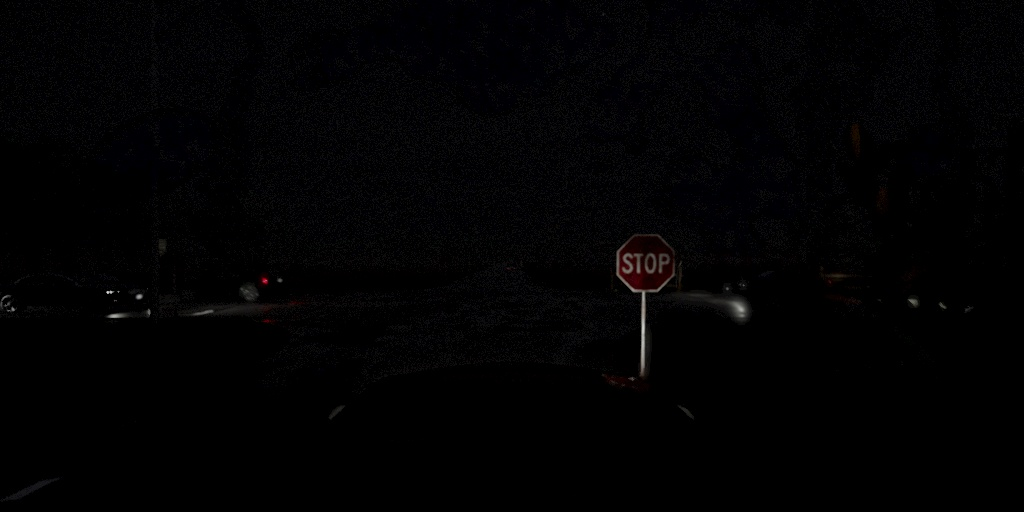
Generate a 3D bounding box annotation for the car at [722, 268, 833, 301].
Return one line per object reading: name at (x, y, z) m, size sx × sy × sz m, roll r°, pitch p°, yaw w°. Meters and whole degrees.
car at (12.809, 1.324, 17.392) m, size 4.674 × 1.442 × 1.812 m, roll 0°, pitch 1°, yaw 1°

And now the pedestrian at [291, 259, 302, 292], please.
pedestrian at (-12.210, 1.070, 20.239) m, size 0.375 × 1.860 × 0.375 m, roll 0°, pitch 1°, yaw 0°

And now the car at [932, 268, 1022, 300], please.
car at (22.709, 1.303, 17.405) m, size 5.008 × 1.535 × 1.882 m, roll 0°, pitch 1°, yaw 0°

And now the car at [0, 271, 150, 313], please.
car at (-17.274, 1.362, 14.241) m, size 4.902 × 1.511 × 2.128 m, roll 0°, pitch 1°, yaw 0°

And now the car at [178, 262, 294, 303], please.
car at (-12.935, 1.160, 16.888) m, size 4.553 × 1.767 × 2.097 m, roll 0°, pitch 1°, yaw 5°
